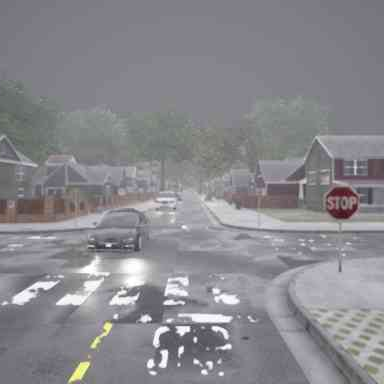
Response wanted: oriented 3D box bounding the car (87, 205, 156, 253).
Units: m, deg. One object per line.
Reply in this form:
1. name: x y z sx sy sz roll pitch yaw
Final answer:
1. car: -2.764 1.492 13.468 1.837 1.490 4.892 0 1 0

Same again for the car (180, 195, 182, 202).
1. car: -2.807 1.046 60.815 1.812 1.442 4.674 0 1 0

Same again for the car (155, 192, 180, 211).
1. car: -2.784 0.982 36.430 2.150 2.045 5.566 0 1 0
